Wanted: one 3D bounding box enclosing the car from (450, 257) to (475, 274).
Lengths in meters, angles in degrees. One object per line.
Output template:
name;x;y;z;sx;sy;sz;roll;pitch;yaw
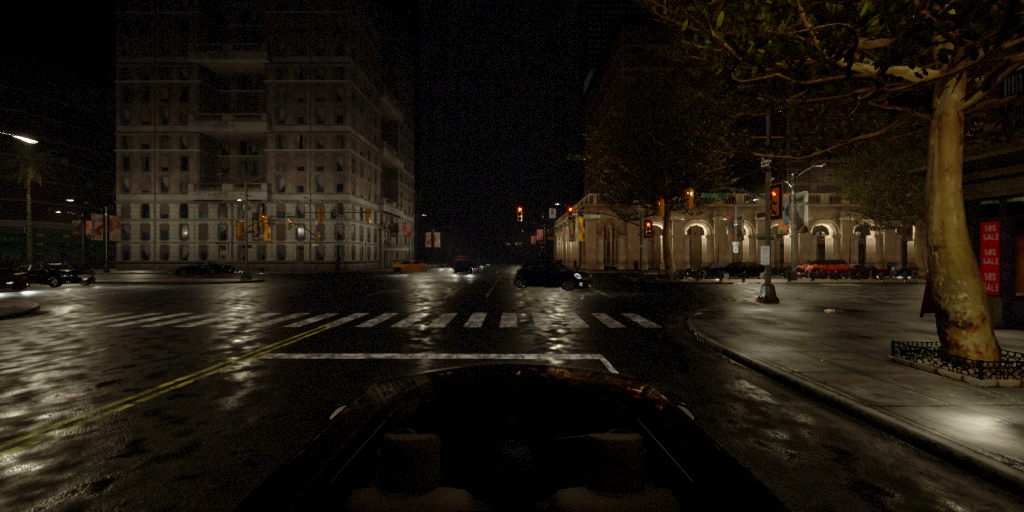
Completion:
car;-5.706;1.227;40.807;1.882;1.535;5.008;0;0;-12

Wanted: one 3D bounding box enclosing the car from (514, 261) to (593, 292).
car;2.451;1.102;21.379;4.553;1.767;2.097;0;0;32

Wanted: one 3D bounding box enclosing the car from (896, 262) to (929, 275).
car;40.498;1.297;34.480;5.357;1.411;2.033;0;0;1

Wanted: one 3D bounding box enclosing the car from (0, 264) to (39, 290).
car;-29.795;1.314;19.887;4.181;1.385;1.994;0;0;1

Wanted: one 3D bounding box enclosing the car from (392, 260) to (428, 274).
car;-11.835;1.228;41.777;1.882;1.535;5.008;1;0;21

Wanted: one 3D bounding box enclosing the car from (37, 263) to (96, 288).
car;-30.235;1.242;23.398;4.902;1.511;2.128;0;0;1

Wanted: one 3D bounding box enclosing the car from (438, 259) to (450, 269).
car;-10.437;1.276;57.855;1.812;1.442;4.674;0;0;0

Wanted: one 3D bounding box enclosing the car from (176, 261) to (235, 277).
car;-29.988;1.241;35.068;4.902;1.511;2.128;0;0;1

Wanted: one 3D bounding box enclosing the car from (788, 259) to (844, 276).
car;29.938;1.102;34.577;4.553;1.767;2.097;0;0;0

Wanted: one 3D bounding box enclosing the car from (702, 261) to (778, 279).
car;19.704;1.228;31.165;5.008;1.535;1.882;0;0;0

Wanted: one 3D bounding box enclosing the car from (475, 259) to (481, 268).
car;-6.933;1.297;60.076;2.033;1.411;5.357;0;0;0

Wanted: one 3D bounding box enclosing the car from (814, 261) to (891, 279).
car;29.581;1.351;31.082;4.718;1.301;1.895;0;0;1

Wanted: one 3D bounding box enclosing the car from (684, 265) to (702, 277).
car;19.649;1.297;34.666;5.357;1.411;2.033;0;0;1

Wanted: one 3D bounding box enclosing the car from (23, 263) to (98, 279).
car;-39.784;1.314;31.663;4.181;1.385;1.994;0;0;0
